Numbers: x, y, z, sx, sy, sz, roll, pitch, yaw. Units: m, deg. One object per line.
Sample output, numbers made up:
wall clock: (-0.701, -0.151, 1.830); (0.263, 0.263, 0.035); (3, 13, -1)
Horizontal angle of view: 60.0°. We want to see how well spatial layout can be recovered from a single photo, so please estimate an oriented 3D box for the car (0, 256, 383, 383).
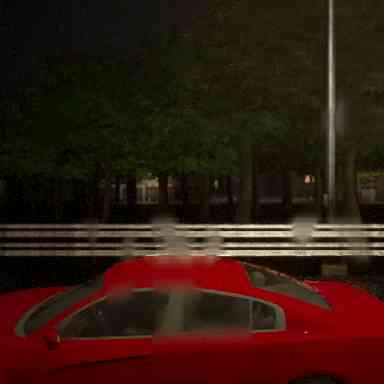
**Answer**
car: (-0.440, 1.492, 3.595); (5.008, 1.535, 1.882); (0, 0, -1)
